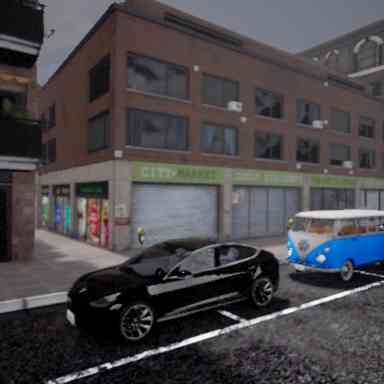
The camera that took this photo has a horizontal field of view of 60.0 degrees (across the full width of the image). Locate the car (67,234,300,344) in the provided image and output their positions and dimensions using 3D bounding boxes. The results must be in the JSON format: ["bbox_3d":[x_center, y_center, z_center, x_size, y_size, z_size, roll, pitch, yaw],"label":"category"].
[{"bbox_3d":[-0.118,1.601,6.476,4.313,1.339,1.947,1,0,-36],"label":"car"}]

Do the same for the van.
[{"bbox_3d":[4.482,1.433,9.757,3.998,1.788,1.690,1,0,-36],"label":"van"}]
